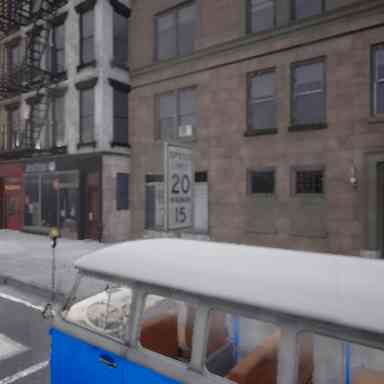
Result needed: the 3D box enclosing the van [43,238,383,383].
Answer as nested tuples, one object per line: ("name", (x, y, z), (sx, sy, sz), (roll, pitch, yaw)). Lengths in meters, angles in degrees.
("van", (0.597, 1.341, 2.384), (3.998, 1.788, 1.690), (0, 0, 36))
